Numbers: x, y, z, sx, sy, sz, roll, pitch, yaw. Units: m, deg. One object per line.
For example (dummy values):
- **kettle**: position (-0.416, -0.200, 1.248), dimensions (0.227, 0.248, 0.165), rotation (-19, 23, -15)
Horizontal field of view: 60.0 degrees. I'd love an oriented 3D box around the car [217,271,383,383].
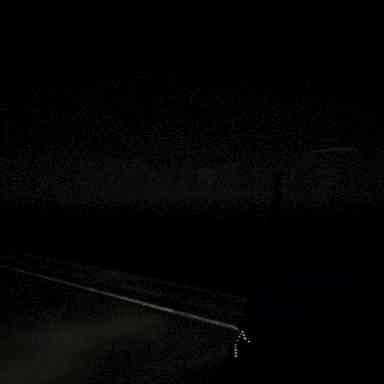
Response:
- **car**: position (2.933, 1.220, 2.181), dimensions (5.566, 2.045, 2.150), rotation (0, 0, 31)
